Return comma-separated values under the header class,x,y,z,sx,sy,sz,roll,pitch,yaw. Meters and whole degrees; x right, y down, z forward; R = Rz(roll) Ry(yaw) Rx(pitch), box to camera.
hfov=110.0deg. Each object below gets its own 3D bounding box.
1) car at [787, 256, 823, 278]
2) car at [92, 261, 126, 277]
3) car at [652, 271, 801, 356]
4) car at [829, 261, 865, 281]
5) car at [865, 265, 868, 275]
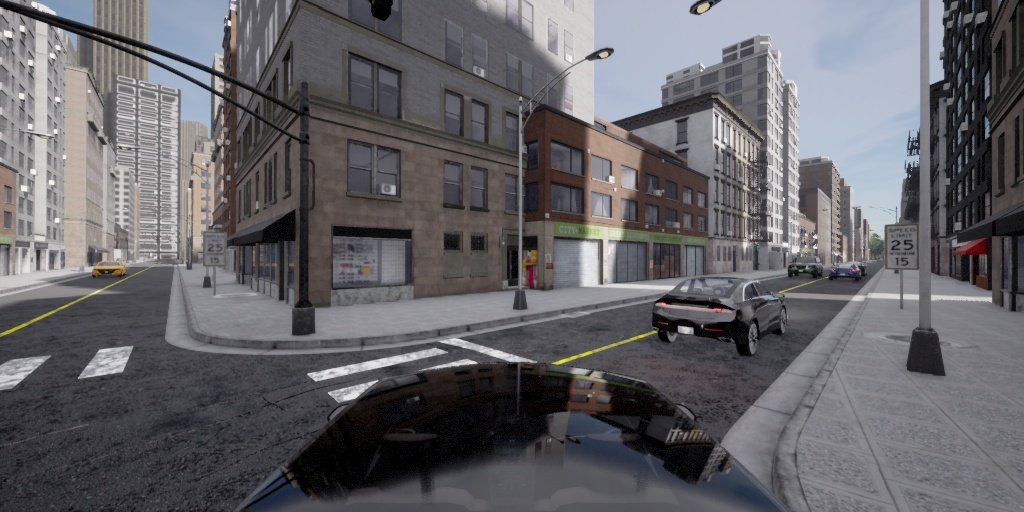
class,x,y,z,sx,sy,sz,roll,pitch,yaw
car,28.767,1.031,35.110,5.566,2.045,2.150,0,0,-43
car,-39.334,1.211,35.083,1.882,1.535,5.008,0,0,-43
car,5.178,1.248,8.715,4.902,1.511,2.128,0,0,-43
car,28.623,1.328,30.762,4.674,1.442,1.812,0,0,-43
car,36.083,1.302,37.869,5.008,1.535,1.882,0,0,-43
